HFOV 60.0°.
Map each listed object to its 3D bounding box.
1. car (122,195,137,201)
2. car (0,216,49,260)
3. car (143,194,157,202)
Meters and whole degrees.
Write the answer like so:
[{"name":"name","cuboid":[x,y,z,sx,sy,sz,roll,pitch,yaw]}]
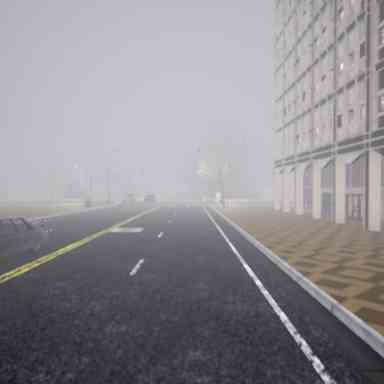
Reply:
[{"name":"car","cuboid":[-9.745,1.035,52.353,1.812,1.442,4.674,0,0,0]},{"name":"car","cuboid":[-6.600,1.524,10.868,2.033,1.411,5.357,0,0,0]},{"name":"car","cuboid":[-6.495,1.052,52.354,1.882,1.535,5.008,0,0,0]}]
